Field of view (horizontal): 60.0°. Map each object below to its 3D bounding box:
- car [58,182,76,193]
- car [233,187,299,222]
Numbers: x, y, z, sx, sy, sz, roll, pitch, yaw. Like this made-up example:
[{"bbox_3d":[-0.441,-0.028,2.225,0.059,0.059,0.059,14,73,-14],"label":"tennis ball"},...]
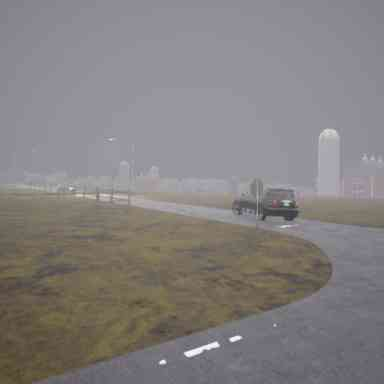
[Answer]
[{"bbox_3d":[-18.824,-0.694,49.849,2.128,1.511,4.902,2,2,-36],"label":"car"},{"bbox_3d":[4.532,0.715,21.051,2.150,2.045,5.566,3,1,-16],"label":"car"}]
